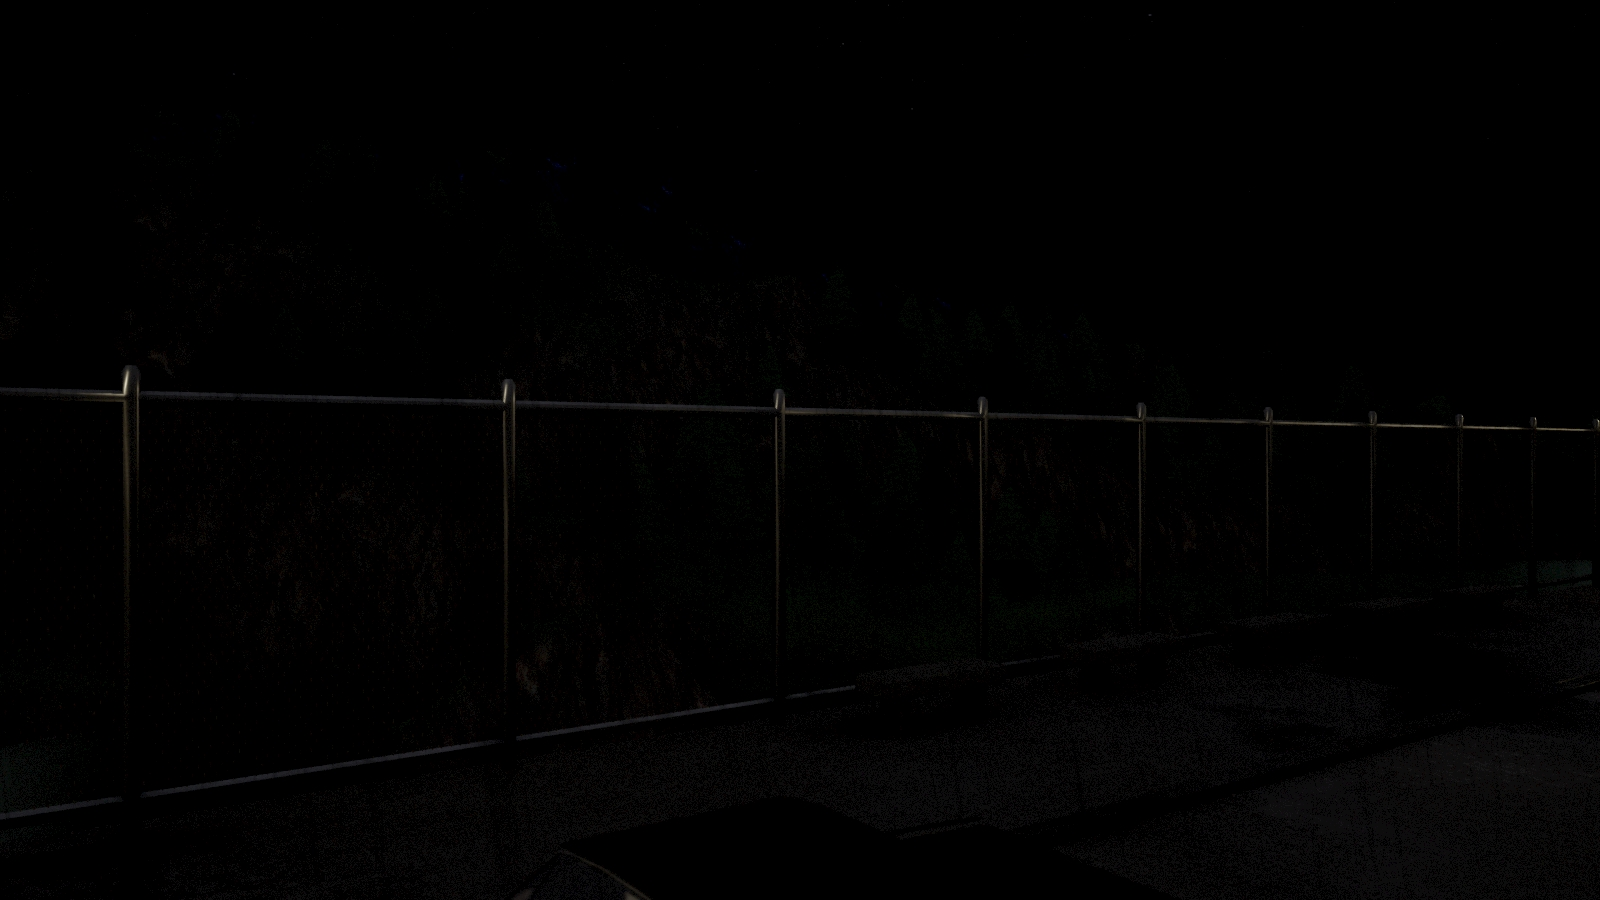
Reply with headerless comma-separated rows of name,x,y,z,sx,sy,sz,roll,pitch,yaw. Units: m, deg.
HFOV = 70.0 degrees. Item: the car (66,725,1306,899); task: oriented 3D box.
car,-0.394,2.154,4.112,4.718,1.301,1.895,0,0,-35
